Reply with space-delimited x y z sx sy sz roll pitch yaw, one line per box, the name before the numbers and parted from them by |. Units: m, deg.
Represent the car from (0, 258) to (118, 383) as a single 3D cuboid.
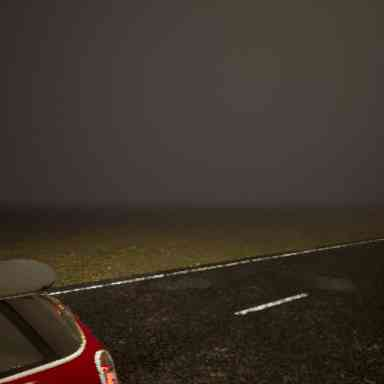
car | -2.706 1.348 1.755 4.553 1.767 2.097 0 0 -35
